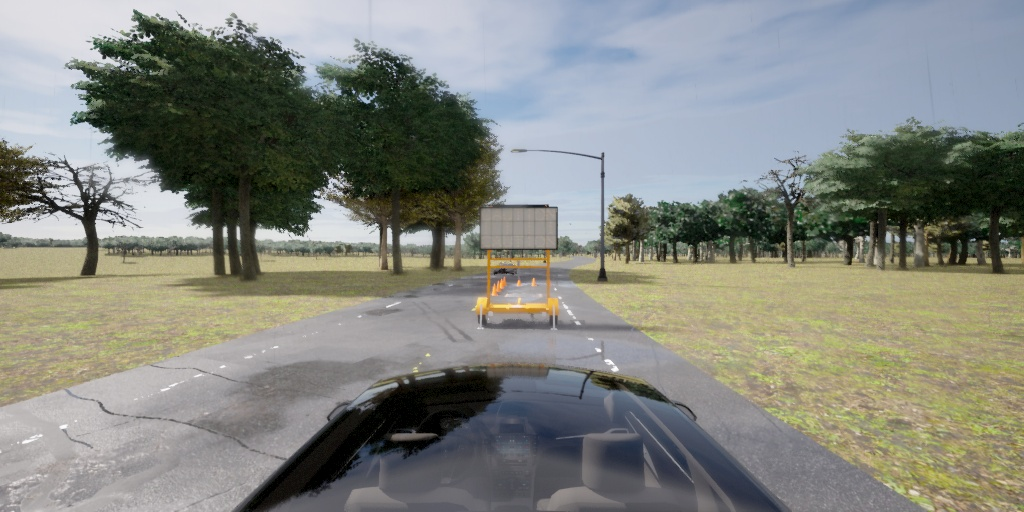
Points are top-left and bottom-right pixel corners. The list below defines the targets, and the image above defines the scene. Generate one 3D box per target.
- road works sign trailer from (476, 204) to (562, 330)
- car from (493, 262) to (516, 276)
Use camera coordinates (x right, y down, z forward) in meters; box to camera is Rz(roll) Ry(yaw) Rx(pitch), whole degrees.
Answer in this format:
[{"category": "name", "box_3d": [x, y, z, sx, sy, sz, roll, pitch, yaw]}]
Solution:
[{"category": "road works sign trailer", "box_3d": [0.208, 0.215, 11.139, 2.380, 3.560, 2.880, 0, 0, 3]}, {"category": "car", "box_3d": [-0.728, 1.345, 37.831, 1.994, 1.385, 4.181, 0, 0, 8]}]
